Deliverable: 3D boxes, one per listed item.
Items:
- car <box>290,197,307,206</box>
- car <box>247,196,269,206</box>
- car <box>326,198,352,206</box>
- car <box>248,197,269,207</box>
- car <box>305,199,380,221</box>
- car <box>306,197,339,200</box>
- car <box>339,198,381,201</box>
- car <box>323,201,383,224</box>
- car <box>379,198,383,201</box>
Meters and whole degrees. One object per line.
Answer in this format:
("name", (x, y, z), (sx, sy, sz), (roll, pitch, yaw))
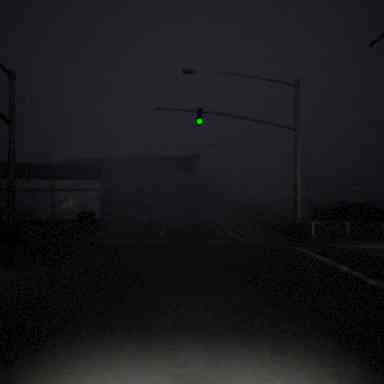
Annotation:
("car", (21.026, 1.819, 63.100), (4.605, 1.855, 1.932), (0, -1, -1))
("car", (13.131, 1.837, 66.322), (3.866, 1.878, 1.905), (0, -1, -1))
("car", (30.980, 2.099, 70.120), (4.514, 1.523, 2.007), (0, -1, -1))
("car", (12.547, 2.083, 62.990), (3.806, 1.475, 1.970), (0, -1, -1))
("car", (12.878, 1.660, 28.736), (5.027, 1.636, 2.152), (0, -1, -1))
("car", (20.416, 1.877, 50.636), (4.514, 1.523, 2.007), (0, -1, -1))
("car", (20.455, 1.784, 40.644), (3.633, 1.501, 1.845), (0, -1, -1))
("car", (12.956, 1.633, 25.600), (4.514, 1.523, 2.007), (0, -1, -1))
("car", (38.059, 1.991, 66.516), (3.806, 1.475, 1.970), (0, -1, -1))
